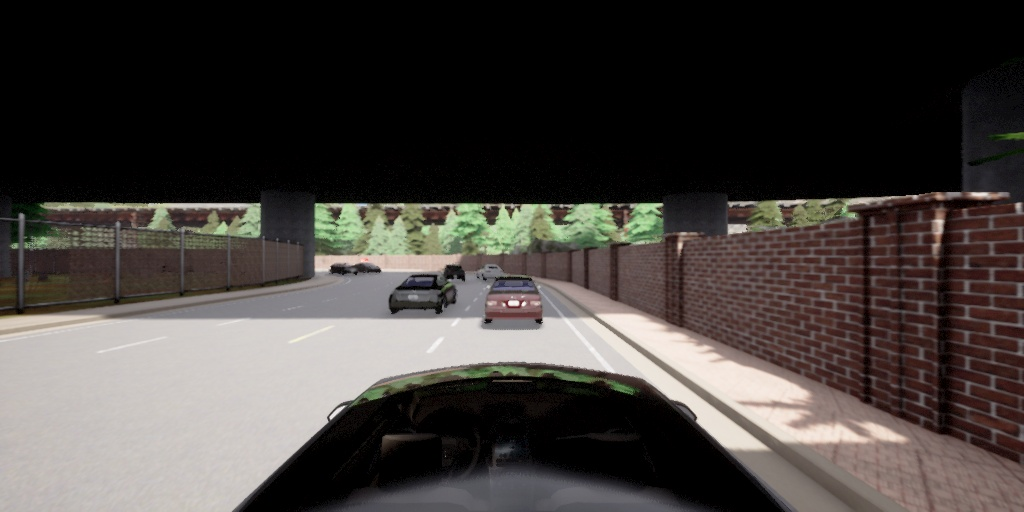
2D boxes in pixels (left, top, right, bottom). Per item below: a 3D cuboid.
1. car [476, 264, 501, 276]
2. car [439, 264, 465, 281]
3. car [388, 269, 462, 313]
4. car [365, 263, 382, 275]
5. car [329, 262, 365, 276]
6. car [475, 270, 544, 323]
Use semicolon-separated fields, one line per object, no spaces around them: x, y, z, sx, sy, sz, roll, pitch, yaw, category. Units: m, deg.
-2.065;1.500;33.180;1.812;1.442;4.674;0;0;-16;car
-5.415;1.473;32.243;1.837;1.490;4.892;1;-1;-16;car
-3.435;1.405;14.458;1.994;1.385;4.181;0;0;0;car
-18.572;1.571;45.946;4.892;1.490;1.837;0;-1;40;car
-19.906;1.533;42.486;4.902;1.511;2.128;0;-1;42;car
0.061;1.375;12.481;2.033;1.411;5.357;0;0;0;car
